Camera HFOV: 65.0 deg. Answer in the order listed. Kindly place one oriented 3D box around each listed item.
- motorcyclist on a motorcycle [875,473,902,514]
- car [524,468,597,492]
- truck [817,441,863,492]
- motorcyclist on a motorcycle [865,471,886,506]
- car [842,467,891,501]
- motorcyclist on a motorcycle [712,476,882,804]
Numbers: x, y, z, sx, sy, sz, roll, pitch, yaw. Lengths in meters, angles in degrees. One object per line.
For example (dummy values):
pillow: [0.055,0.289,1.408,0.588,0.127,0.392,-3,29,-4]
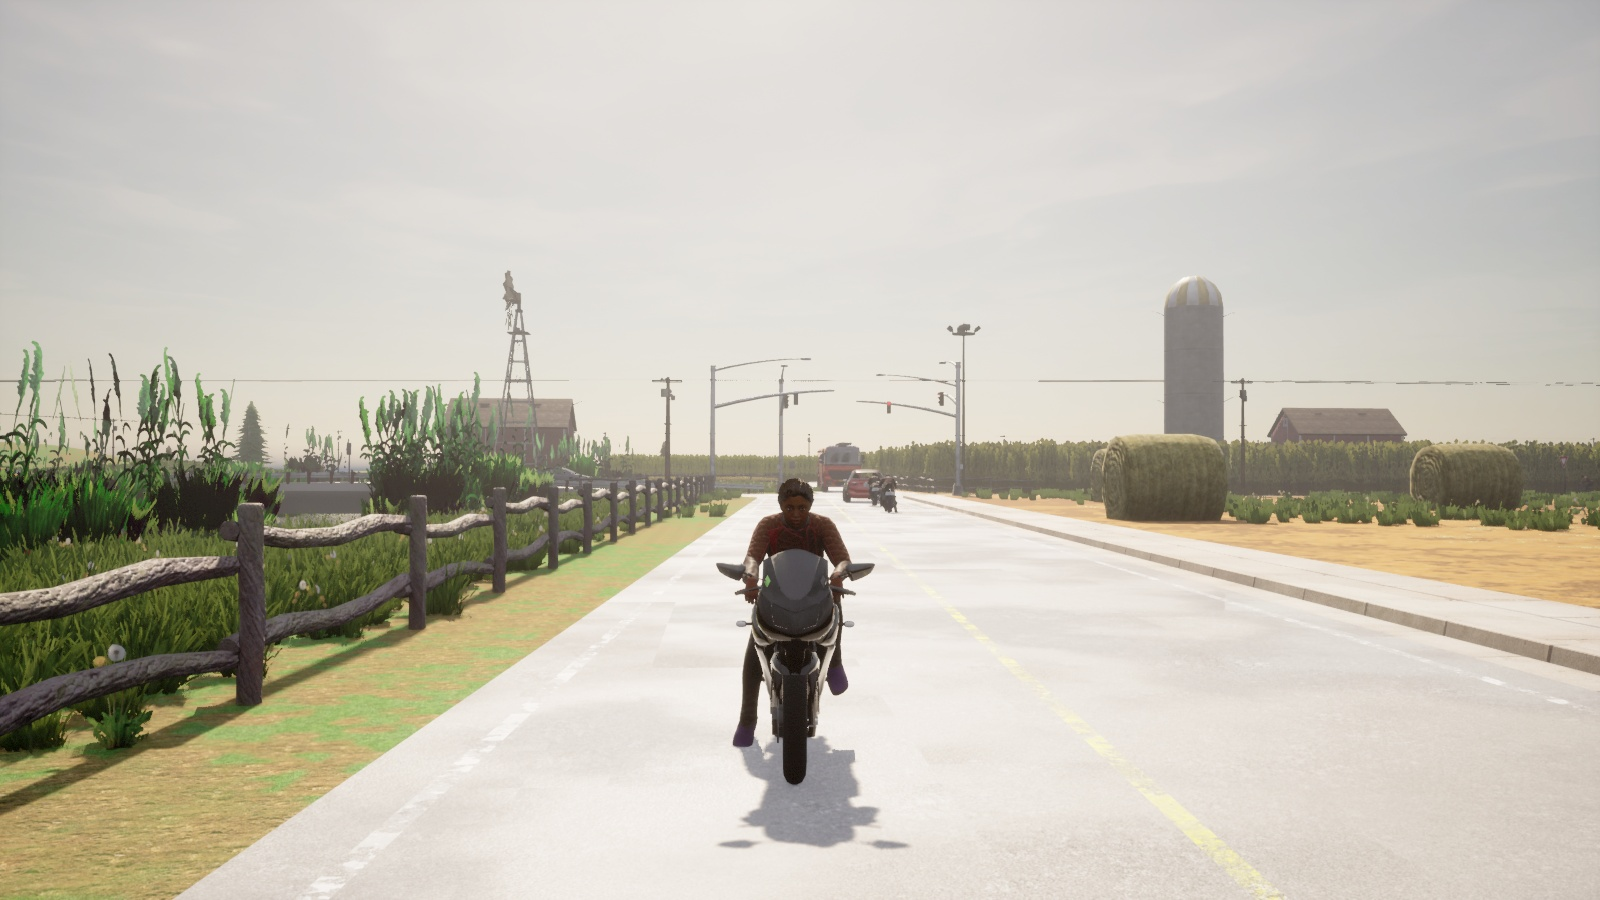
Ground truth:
motorcyclist on a motorcycle: [3.378,1.640,47.979,0.866,1.530,2.191,0,-1,0]
car: [-15.365,1.918,80.726,4.181,1.385,1.994,2,-1,3]
truck: [3.057,1.315,98.002,2.891,3.827,8.468,0,-1,-3]
motorcyclist on a motorcycle: [3.357,1.726,56.252,0.797,1.523,2.044,0,-1,0]
car: [3.340,1.719,64.063,2.242,1.667,4.611,0,-1,0]
motorcyclist on a motorcycle: [-0.018,0.913,6.928,0.797,1.523,2.044,0,-1,0]
